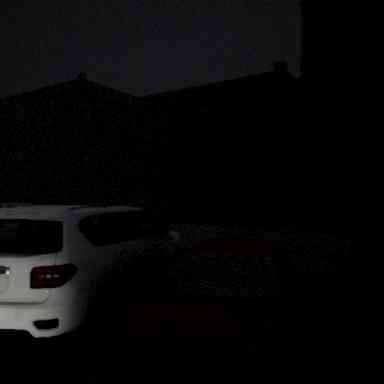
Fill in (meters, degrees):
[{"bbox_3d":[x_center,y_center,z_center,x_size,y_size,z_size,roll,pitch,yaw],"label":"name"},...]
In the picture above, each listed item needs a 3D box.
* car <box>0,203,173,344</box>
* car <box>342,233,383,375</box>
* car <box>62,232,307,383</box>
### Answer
[{"bbox_3d":[-1.866,1.263,6.778,2.435,2.045,5.566,0,-1,15],"label":"car"},{"bbox_3d":[3.025,1.228,3.289,2.435,2.045,5.566,0,-1,15],"label":"car"},{"bbox_3d":[0.579,1.496,5.004,2.097,1.535,5.008,0,-1,16],"label":"car"}]
